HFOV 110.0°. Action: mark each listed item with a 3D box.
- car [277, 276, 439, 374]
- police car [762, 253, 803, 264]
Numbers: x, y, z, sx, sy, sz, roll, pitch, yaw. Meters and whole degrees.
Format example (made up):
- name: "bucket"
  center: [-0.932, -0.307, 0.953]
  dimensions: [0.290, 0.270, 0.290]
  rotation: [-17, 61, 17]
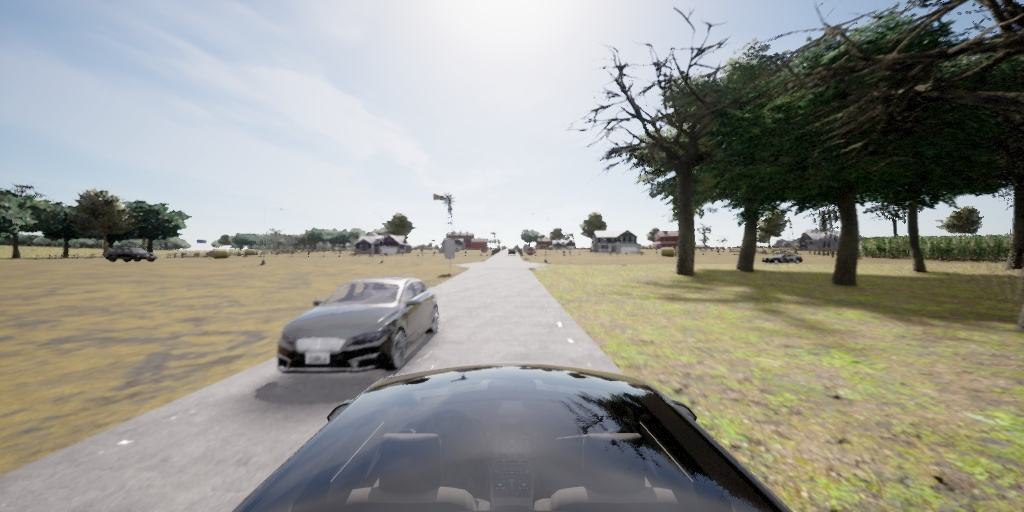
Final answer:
- name: "car"
  center: [-2.848, 1.223, 7.707]
  dimensions: [2.128, 1.511, 4.902]
  rotation: [0, 0, 0]
- name: "police car"
  center: [39.004, 0.374, 51.864]
  dimensions: [5.238, 1.638, 1.930]
  rotation: [0, -1, 0]
